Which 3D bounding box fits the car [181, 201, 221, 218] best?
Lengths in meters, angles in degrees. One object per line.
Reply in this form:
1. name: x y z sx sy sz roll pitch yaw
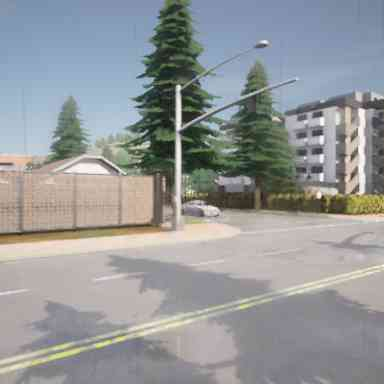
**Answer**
1. car: 0.670 1.549 30.805 1.812 1.442 4.674 0 0 -36
